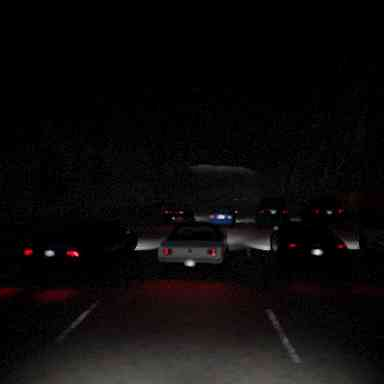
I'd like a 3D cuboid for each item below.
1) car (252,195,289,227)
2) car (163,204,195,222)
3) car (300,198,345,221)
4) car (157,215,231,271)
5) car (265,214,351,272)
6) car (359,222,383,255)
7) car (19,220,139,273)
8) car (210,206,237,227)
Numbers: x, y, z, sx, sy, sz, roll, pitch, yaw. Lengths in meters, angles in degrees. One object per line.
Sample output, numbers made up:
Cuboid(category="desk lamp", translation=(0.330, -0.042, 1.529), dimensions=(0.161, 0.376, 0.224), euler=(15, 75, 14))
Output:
Cuboid(category="car", translation=(5.803, 1.437, 24.537), dimensions=(2.150, 2.045, 5.566), euler=(0, 0, 9))
Cuboid(category="car", translation=(-0.957, 1.722, 26.546), dimensions=(2.128, 1.511, 4.902), euler=(0, 0, 9))
Cuboid(category="car", translation=(9.261, 1.433, 23.996), dimensions=(2.150, 2.045, 5.566), euler=(0, 0, 9))
Cuboid(category="car", translation=(0.245, 1.700, 11.381), dimensions=(1.895, 1.301, 4.718), euler=(0, 0, 8))
Cuboid(category="car", translation=(3.766, 1.663, 11.237), dimensions=(1.994, 1.385, 4.181), euler=(0, 0, 8))
Cuboid(category="car", translation=(7.311, 1.624, 11.304), dimensions=(1.812, 1.442, 4.674), euler=(0, 0, 8))
Cuboid(category="car", translation=(-3.346, 1.644, 11.020), dimensions=(2.033, 1.411, 5.357), euler=(0, 0, 7))
Cuboid(category="car", translation=(2.340, 1.764, 25.040), dimensions=(2.033, 1.411, 5.357), euler=(0, 0, 9))
